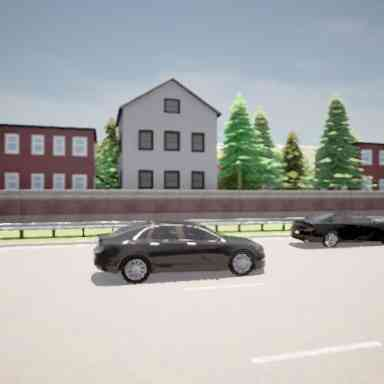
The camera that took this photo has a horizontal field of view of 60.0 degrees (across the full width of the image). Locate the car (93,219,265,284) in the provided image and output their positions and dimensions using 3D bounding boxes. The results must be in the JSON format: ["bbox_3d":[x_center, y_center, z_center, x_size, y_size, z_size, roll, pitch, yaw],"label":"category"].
[{"bbox_3d":[-0.290,1.571,9.530,4.892,1.490,1.837,1,-1,-15],"label":"car"}]

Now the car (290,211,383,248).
[{"bbox_3d":[6.943,1.599,15.145,5.008,1.535,1.882,0,0,-15],"label":"car"}]
